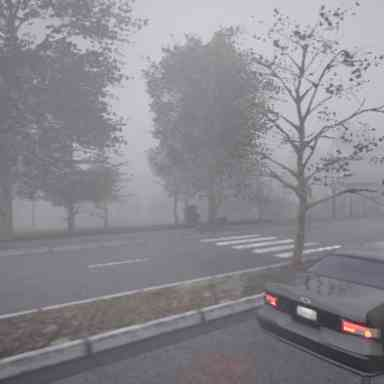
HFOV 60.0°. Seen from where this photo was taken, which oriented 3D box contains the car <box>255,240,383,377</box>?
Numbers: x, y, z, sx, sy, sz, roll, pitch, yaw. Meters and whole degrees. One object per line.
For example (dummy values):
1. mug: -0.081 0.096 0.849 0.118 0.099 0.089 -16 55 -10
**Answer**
1. car: 3.469 1.564 5.608 5.357 1.411 2.033 0 0 -36
